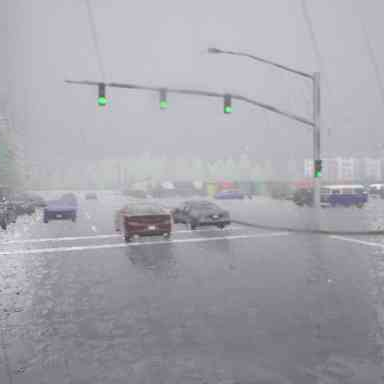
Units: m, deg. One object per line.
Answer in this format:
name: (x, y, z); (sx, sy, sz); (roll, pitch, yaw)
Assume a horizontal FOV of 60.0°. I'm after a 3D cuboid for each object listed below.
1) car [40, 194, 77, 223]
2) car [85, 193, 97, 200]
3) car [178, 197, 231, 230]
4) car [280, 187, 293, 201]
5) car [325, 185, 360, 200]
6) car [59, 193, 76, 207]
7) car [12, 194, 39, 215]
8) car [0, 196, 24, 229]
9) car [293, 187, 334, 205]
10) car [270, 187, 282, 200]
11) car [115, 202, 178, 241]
car: (-8.938, 1.160, 22.693); (1.882, 1.535, 5.008); (-1, 1, -19)
car: (-17.889, 0.760, 58.976); (1.895, 1.301, 4.718); (-1, 1, -19)
car: (0.269, 1.193, 18.193); (2.033, 1.411, 5.357); (-1, 1, -20)
car: (14.163, 0.443, 44.103); (3.905, 1.438, 1.784); (-1, 1, -19)
car: (25.680, -0.131, 56.760); (4.605, 1.855, 1.932); (-1, 1, -19)
car: (-15.515, 0.937, 41.663); (1.837, 1.490, 4.892); (-1, 1, -19)
car: (-14.541, 1.009, 28.098); (2.097, 1.767, 4.553); (-1, 1, -19)
car: (-11.496, 1.262, 19.406); (2.128, 1.511, 4.902); (-1, 1, -19)
car: (15.104, 0.511, 41.365); (3.806, 1.475, 1.970); (-1, 1, -19)
car: (13.241, 0.200, 46.620); (4.605, 1.855, 1.932); (-1, 1, -19)
car: (-2.394, 1.210, 15.245); (1.882, 1.535, 5.008); (-1, 1, -20)
